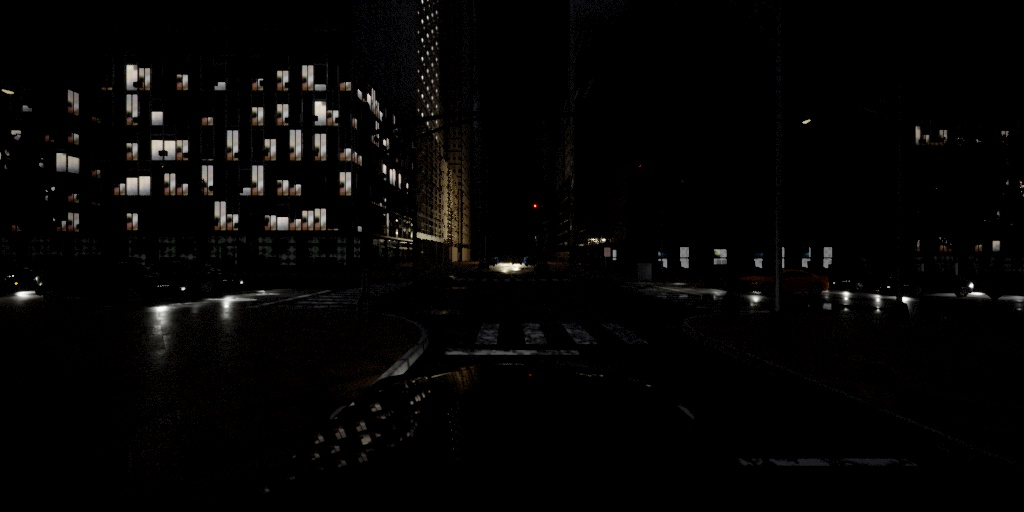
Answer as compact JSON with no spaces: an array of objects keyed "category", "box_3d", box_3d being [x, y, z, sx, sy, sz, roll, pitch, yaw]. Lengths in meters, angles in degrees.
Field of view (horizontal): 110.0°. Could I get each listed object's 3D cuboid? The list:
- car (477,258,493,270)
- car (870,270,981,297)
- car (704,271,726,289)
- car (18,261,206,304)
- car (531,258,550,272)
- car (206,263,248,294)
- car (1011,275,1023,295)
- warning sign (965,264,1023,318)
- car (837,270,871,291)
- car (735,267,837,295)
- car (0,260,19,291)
[{"category":"car","box_3d":[-4.086,1.342,52.087,1.802,1.307,4.207,0,0,0]},{"category":"car","box_3d":[26.129,1.750,22.700,4.892,1.490,1.837,1,0,-3]},{"category":"car","box_3d":[16.320,1.546,25.487,5.008,1.535,1.882,1,0,-3]},{"category":"car","box_3d":[-15.373,0.998,14.018,4.892,1.490,1.837,1,0,-3]},{"category":"car","box_3d":[3.873,1.329,46.604,1.948,1.339,4.313,0,0,0]},{"category":"car","box_3d":[-15.524,0.994,17.264,4.892,1.490,1.837,1,0,-3]},{"category":"car","box_3d":[35.916,2.021,23.158,4.718,1.301,1.895,1,0,-3]},{"category":"warning sign","box_3d":[17.262,1.204,12.818,1.060,1.860,1.300,0,0,-3]},{"category":"car","box_3d":[25.618,1.740,25.929,4.892,1.490,1.837,1,0,-3]},{"category":"car","box_3d":[16.729,1.554,22.252,5.008,1.535,1.882,1,0,-3]},{"category":"car","box_3d":[-24.429,0.891,16.844,4.181,1.385,1.994,1,0,-3]}]
